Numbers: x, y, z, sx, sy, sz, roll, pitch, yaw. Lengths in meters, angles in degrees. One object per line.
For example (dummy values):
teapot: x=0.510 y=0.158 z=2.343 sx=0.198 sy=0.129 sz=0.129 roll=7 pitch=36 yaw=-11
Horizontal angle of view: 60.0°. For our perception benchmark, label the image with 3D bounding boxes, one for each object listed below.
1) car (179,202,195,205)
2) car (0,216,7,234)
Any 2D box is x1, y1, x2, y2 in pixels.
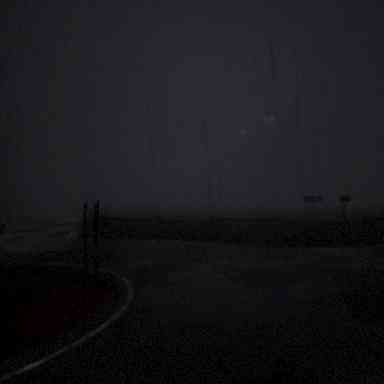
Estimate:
car: x=-1.404 y=3.466 z=91.755 sx=4.611 sy=1.667 sz=2.242 roll=-1 pitch=-1 yaw=-16
car: x=-13.906 y=2.182 z=22.109 sx=1.882 sy=1.535 sz=5.008 roll=0 pitch=-2 yaw=-14
